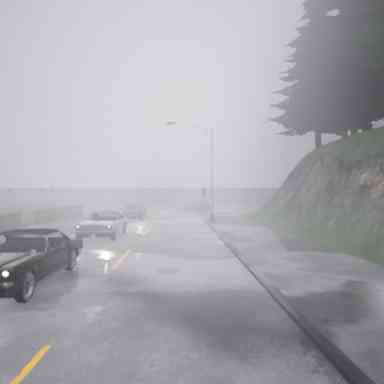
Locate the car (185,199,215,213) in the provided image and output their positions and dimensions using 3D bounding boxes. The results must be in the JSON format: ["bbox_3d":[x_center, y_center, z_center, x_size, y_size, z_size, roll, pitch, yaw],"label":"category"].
[{"bbox_3d":[1.046,1.628,40.865,2.097,1.767,4.553,0,0,33],"label":"car"}]

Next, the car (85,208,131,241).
[{"bbox_3d":[-4.674,1.723,17.676,1.895,1.301,4.718,0,0,-2],"label":"car"}]

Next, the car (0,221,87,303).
[{"bbox_3d":[-4.355,1.661,8.457,1.895,1.301,4.718,0,0,-2],"label":"car"}]

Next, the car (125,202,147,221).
[{"bbox_3d":[-5.028,1.700,29.109,1.837,1.490,4.892,0,1,-1],"label":"car"}]
